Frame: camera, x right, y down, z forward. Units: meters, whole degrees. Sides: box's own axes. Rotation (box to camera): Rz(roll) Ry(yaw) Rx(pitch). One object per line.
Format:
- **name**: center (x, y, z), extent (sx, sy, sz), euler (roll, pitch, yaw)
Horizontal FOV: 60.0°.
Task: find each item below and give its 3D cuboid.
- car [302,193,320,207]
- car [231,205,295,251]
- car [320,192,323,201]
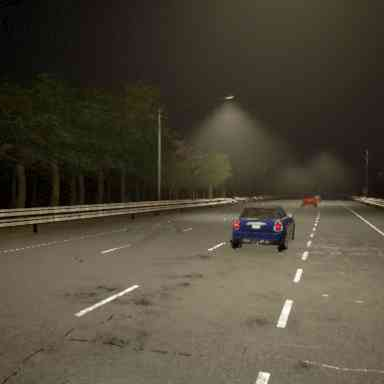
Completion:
- **car**: center (18.535, 1.382, 52.268), extent (2.097, 1.767, 4.553), euler (0, 0, 22)
- **car**: center (3.247, 1.352, 14.566), extent (2.097, 1.767, 4.553), euler (0, 0, 22)
- **car**: center (28.849, 1.459, 77.702), extent (2.097, 1.767, 4.553), euler (0, 0, 22)
